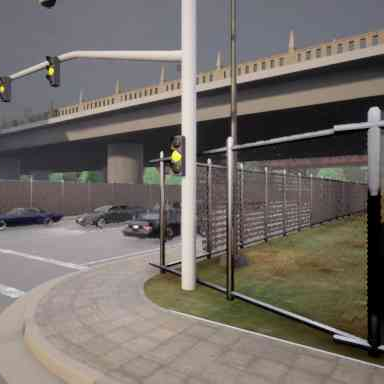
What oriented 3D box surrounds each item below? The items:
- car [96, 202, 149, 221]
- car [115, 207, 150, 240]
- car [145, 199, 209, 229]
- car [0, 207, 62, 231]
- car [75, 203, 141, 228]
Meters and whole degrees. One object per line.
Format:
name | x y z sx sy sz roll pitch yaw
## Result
car | -5.867 1.619 28.517 1.994 1.385 4.181 0 0 36
car | -1.049 1.603 16.799 2.033 1.411 5.357 0 0 35
car | -0.923 1.407 23.044 2.097 1.767 4.553 0 0 35
car | -10.991 1.656 21.344 1.895 1.301 4.718 0 0 37
car | -5.630 1.560 22.794 1.837 1.490 4.892 0 0 35
